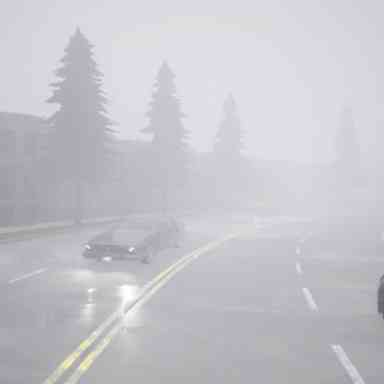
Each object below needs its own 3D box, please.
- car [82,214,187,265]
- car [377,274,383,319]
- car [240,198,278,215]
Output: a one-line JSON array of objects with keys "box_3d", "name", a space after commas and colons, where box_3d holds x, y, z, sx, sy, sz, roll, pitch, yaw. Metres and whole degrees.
[{"box_3d": [-1.686, 1.515, 11.990, 2.033, 1.411, 5.357, 1, 0, 16], "name": "car"}, {"box_3d": [4.034, 1.384, 3.754, 2.097, 1.767, 4.553, 1, 0, 5], "name": "car"}, {"box_3d": [6.879, 1.366, 33.769, 2.097, 1.767, 4.553, 1, 0, 43], "name": "car"}]
